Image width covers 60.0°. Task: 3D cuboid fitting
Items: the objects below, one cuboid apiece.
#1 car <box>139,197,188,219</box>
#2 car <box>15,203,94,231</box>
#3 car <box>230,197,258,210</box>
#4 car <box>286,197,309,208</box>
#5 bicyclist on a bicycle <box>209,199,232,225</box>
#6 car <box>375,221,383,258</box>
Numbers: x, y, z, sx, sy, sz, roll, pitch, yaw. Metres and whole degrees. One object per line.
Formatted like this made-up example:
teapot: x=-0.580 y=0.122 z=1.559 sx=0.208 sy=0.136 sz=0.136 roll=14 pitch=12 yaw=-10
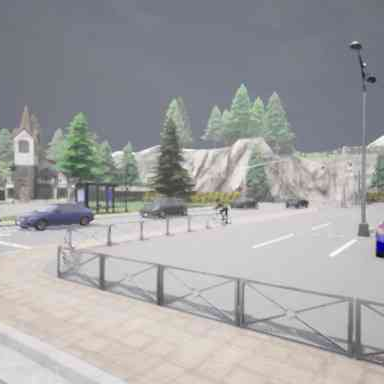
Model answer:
car: x=-2.347 y=1.234 z=28.071 sx=2.097 sy=1.767 sz=4.553 roll=1 pitch=0 yaw=35
car: x=-8.045 y=1.407 z=19.927 sx=1.812 sy=1.442 sz=4.674 roll=1 pitch=0 yaw=35
car: x=6.394 y=1.357 z=40.505 sx=1.882 sy=1.535 sz=5.008 roll=1 pitch=0 yaw=35
car: x=14.369 y=1.400 z=45.231 sx=2.128 sy=1.511 sz=4.902 roll=1 pitch=0 yaw=38
bicyclist on a bicycle: x=1.769 y=1.237 z=20.906 sx=1.656 sy=1.620 sz=0.582 roll=0 pitch=0 yaw=35
car: x=7.386 y=1.385 z=11.359 sx=1.845 sy=1.501 sz=3.633 roll=1 pitch=0 yaw=35
